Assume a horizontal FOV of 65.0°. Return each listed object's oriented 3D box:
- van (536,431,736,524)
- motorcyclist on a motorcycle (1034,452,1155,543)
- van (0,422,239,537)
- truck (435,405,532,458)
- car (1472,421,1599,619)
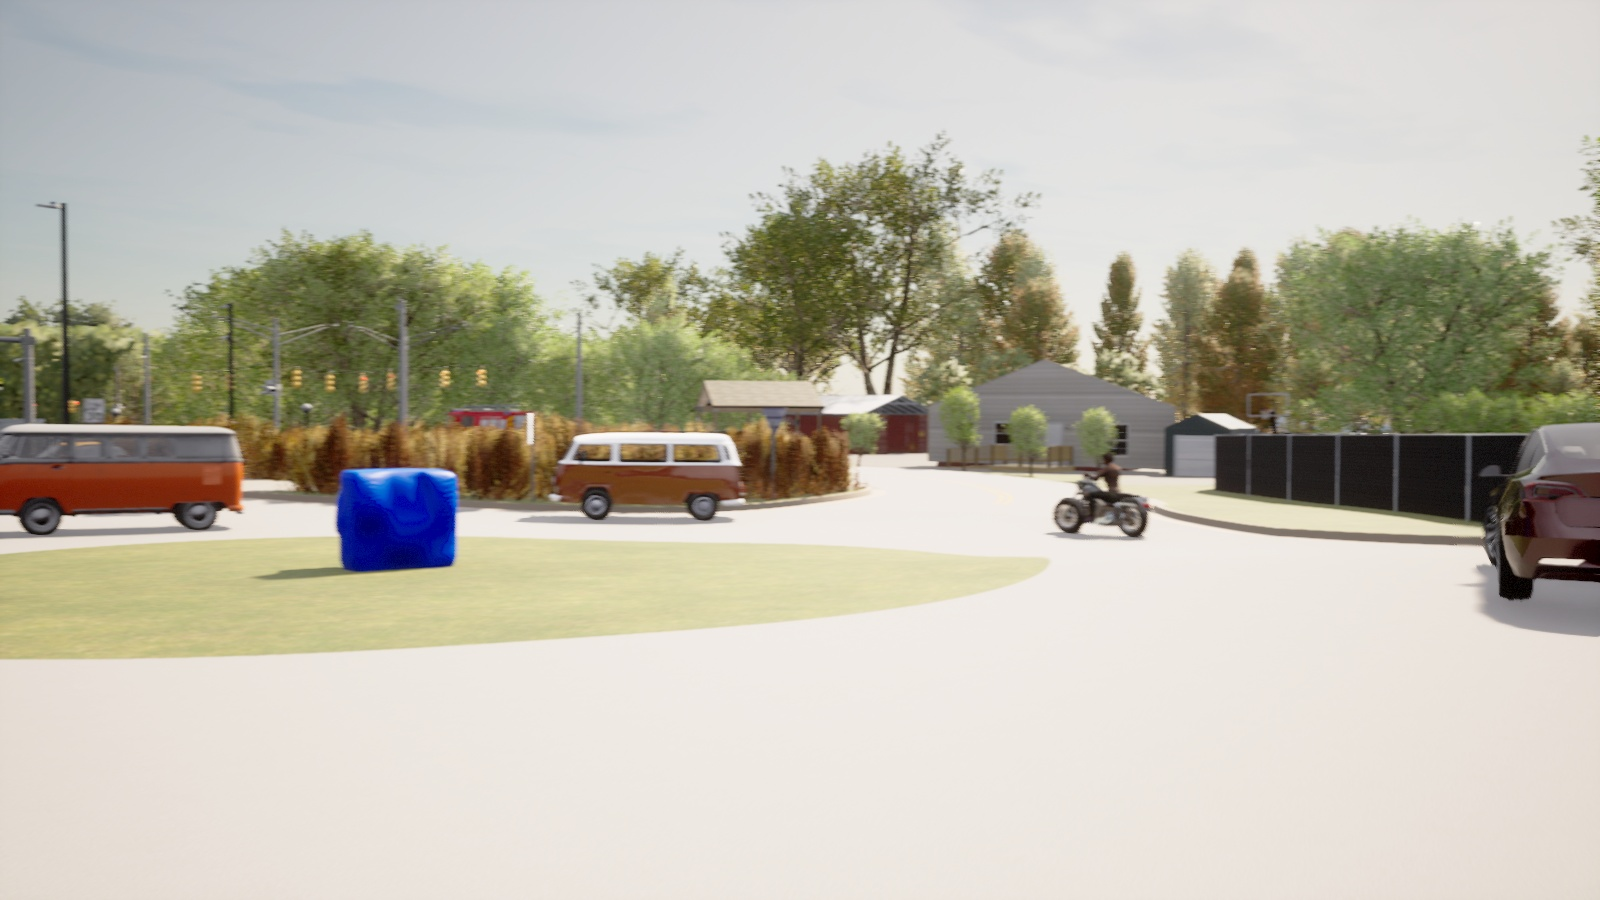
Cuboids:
[{"bbox_3d":[-3.832,0.615,29.613,4.480,2.038,2.069,1,1,-7],"label":"van"},{"bbox_3d":[5.629,0.881,24.148,0.766,1.649,2.350,0,0,-34],"label":"motorcyclist on a motorcycle"},{"bbox_3d":[-12.992,0.513,23.379,4.442,1.987,1.775,0,0,-32],"label":"van"},{"bbox_3d":[-24.006,-1.450,94.921,8.468,3.827,2.891,1,3,42],"label":"truck"},{"bbox_3d":[7.358,0.513,11.384,2.163,1.488,4.792,0,0,27],"label":"car"}]
